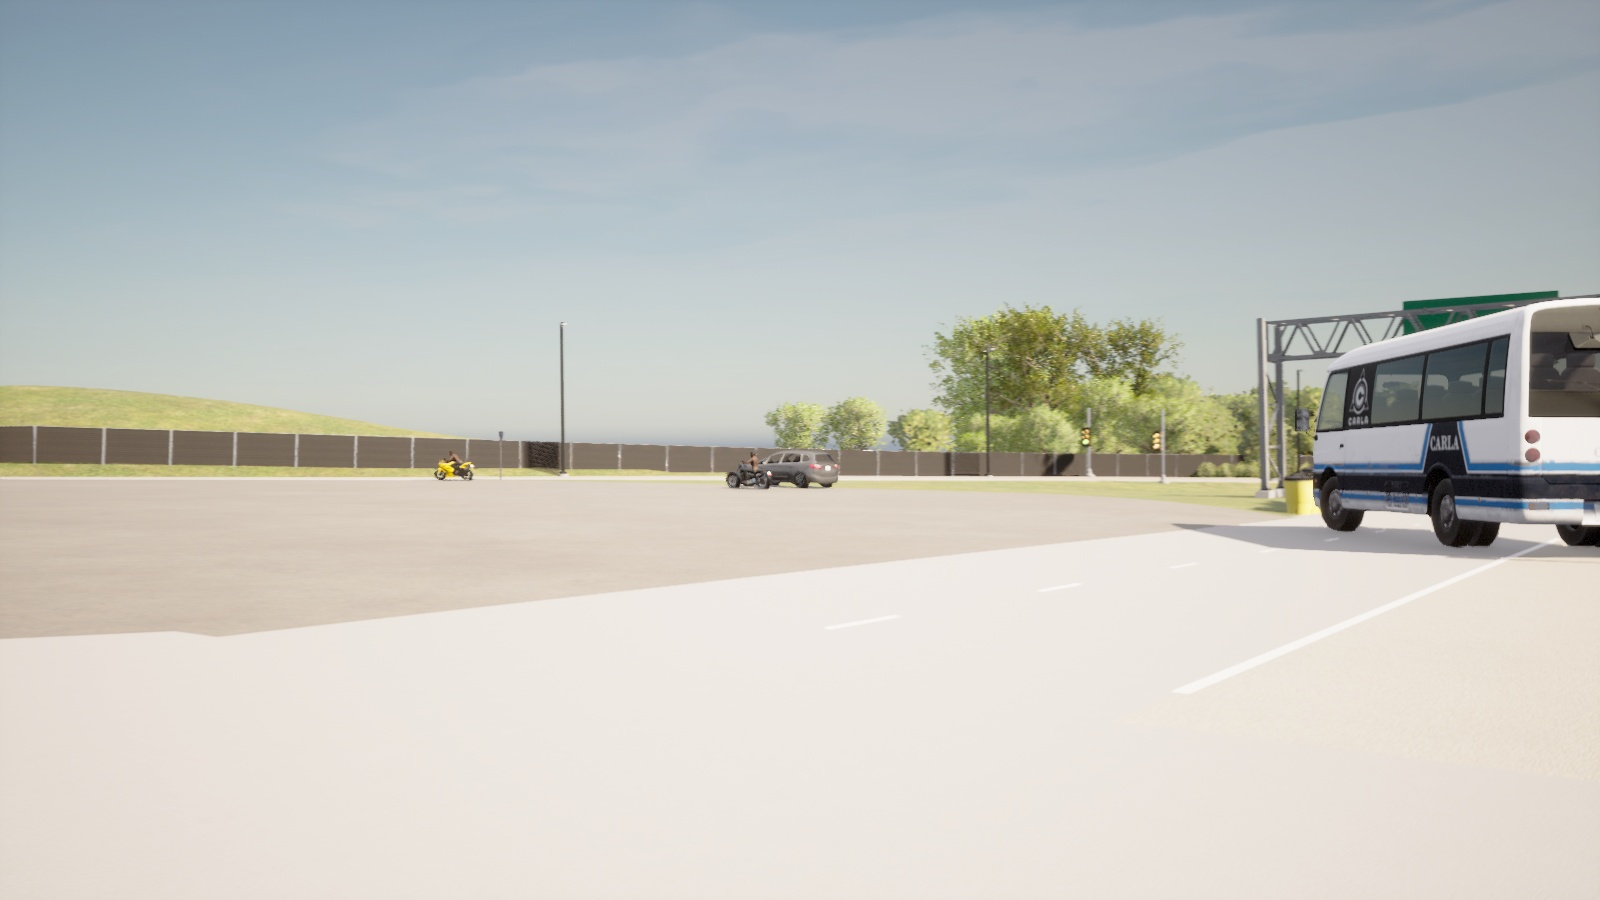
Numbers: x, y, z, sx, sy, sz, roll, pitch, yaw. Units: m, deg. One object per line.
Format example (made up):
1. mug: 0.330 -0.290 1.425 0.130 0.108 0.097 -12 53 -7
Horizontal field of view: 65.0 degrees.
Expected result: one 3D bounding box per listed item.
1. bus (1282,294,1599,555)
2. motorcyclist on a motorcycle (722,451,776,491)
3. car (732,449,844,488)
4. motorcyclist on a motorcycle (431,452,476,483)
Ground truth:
1. bus: 13.496 -0.348 25.621 3.944 4.253 10.273 0 -1 4
2. motorcyclist on a motorcycle: -2.186 0.889 53.506 2.350 1.649 0.766 0 0 36
3. car: -0.542 0.788 56.633 4.611 1.667 2.242 0 0 35
4. motorcyclist on a motorcycle: -17.337 0.866 62.892 2.044 1.523 0.797 0 0 7
